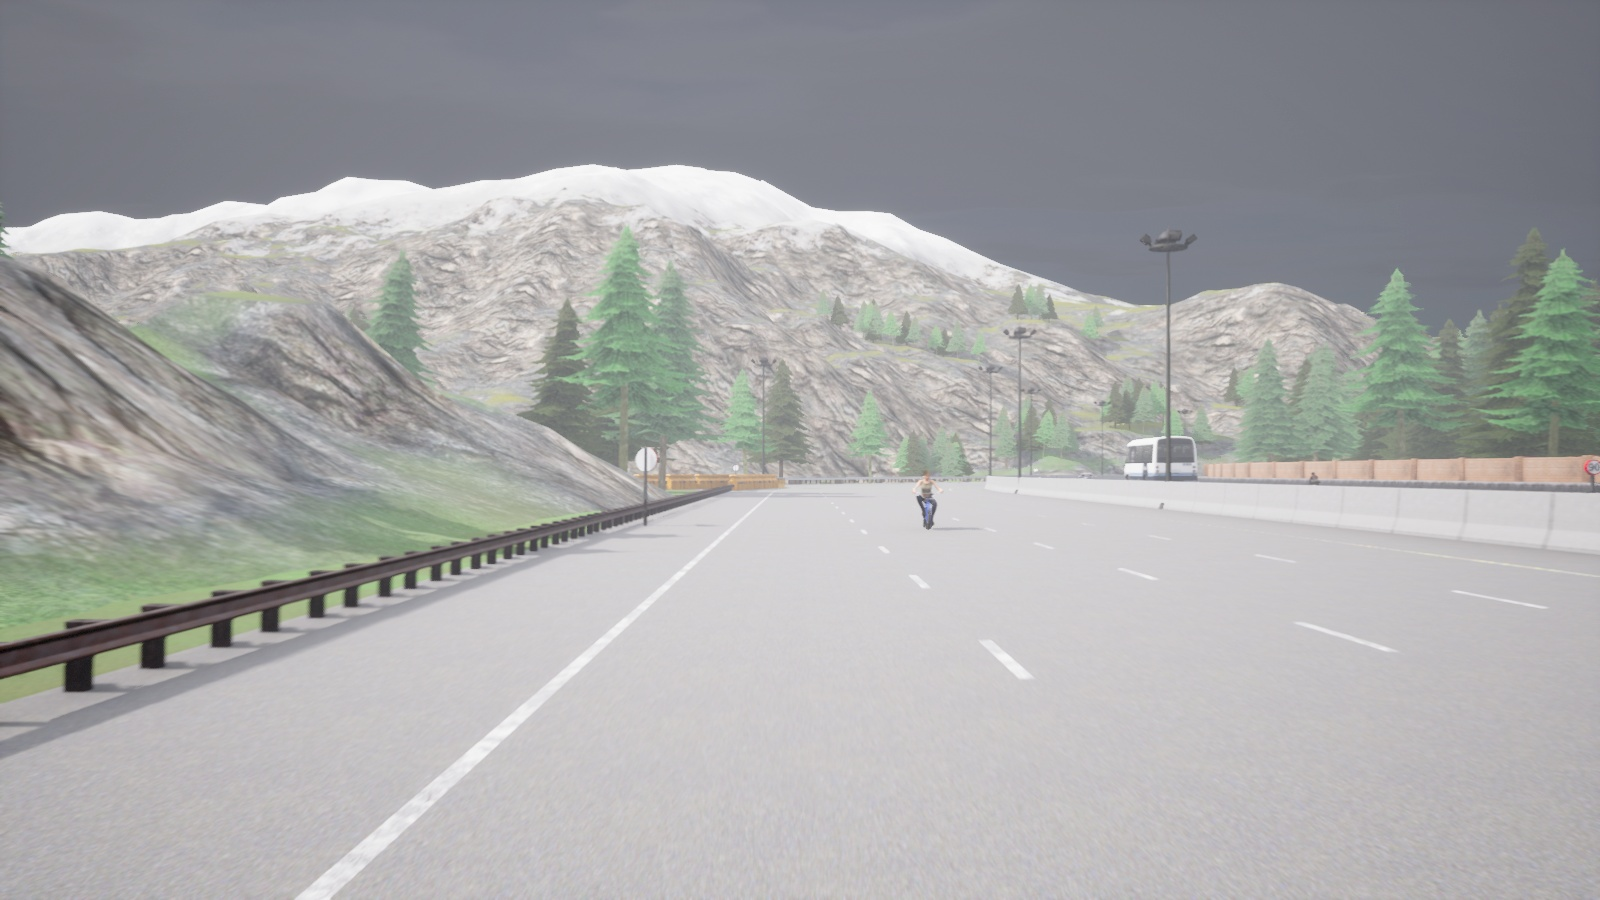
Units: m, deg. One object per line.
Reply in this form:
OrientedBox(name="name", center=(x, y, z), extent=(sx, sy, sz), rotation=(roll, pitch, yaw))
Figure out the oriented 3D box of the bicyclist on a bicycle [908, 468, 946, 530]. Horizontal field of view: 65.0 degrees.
OrientedBox(name="bicyclist on a bicycle", center=(3.422, 1.307, 33.843), extent=(0.866, 1.612, 1.509), rotation=(0, -1, 0))
